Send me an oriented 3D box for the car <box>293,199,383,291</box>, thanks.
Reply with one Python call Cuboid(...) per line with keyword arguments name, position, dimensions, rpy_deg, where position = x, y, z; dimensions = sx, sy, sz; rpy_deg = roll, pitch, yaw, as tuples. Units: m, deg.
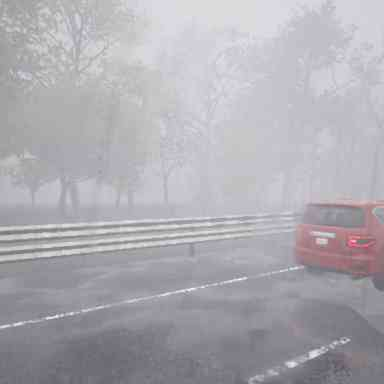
Cuboid(name="car", position=(5.194, 1.224, 9.152), dimensions=(5.566, 2.045, 2.150), rpy_deg=(0, 0, -34))
